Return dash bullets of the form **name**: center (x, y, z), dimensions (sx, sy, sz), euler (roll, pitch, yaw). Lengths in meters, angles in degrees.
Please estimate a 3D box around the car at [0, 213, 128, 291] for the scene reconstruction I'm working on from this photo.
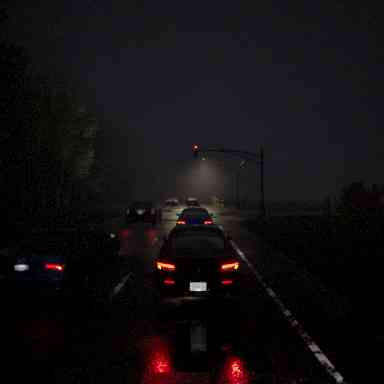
- **car**: center (-3.377, 1.550, 9.124), dimensions (2.033, 1.411, 5.357), euler (0, 0, 0)

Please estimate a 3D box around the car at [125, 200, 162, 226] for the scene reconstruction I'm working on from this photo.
- **car**: center (-3.342, 1.357, 23.585), dimensions (2.097, 1.767, 4.553), euler (0, 0, 0)

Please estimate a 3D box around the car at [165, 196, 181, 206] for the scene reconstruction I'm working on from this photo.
- **car**: center (-3.268, 1.606, 54.169), dimensions (1.895, 1.301, 4.718), euler (0, 0, 0)

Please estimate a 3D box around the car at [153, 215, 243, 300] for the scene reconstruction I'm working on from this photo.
- **car**: center (0.119, 1.528, 8.251), dimensions (1.812, 1.442, 4.674), euler (0, 0, 0)

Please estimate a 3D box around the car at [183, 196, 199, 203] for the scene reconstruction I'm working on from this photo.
- **car**: center (0.097, 1.554, 51.346), dimensions (2.033, 1.411, 5.357), euler (0, 0, -3)

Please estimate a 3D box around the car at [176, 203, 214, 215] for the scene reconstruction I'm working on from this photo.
- **car**: center (0.140, 1.530, 17.125), dimensions (1.812, 1.442, 4.674), euler (0, 0, 0)
